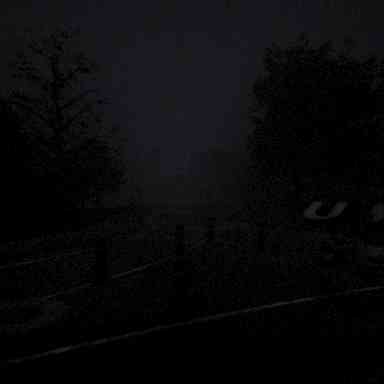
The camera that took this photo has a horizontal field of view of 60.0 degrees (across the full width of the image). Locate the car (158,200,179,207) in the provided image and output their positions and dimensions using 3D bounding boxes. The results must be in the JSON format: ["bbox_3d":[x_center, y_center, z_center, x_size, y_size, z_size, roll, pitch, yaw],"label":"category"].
[{"bbox_3d":[-4.716,2.617,73.698,2.002,1.452,4.674,3,-5,-40],"label":"car"}]

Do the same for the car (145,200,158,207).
[{"bbox_3d":[-8.248,2.883,77.900,2.163,1.488,4.792,1,-3,-40],"label":"car"}]

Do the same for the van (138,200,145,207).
[{"bbox_3d":[-11.849,2.911,82.212,1.878,1.987,4.442,1,-3,-40],"label":"van"}]

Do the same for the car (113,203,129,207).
[{"bbox_3d":[-18.840,3.728,90.580,2.002,1.452,4.674,1,-3,-40],"label":"car"}]
